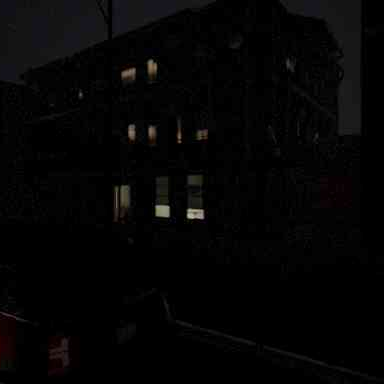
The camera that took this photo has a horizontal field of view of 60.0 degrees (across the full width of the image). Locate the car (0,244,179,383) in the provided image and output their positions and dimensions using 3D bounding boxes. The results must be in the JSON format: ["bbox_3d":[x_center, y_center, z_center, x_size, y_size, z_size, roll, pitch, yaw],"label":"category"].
[{"bbox_3d":[-2.241,1.435,4.468,4.097,1.590,1.967,0,0,35],"label":"car"}]
